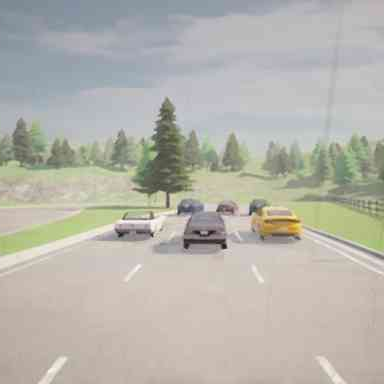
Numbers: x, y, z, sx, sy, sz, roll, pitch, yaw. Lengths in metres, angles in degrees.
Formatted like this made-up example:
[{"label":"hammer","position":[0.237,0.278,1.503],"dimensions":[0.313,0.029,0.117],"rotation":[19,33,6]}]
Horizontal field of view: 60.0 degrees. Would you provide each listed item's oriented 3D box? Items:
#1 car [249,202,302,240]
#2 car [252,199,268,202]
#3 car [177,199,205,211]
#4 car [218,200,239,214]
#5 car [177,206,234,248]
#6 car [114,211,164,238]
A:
[{"label":"car","position":[4.282,1.534,17.428],"dimensions":[1.882,1.535,5.008],"rotation":[0,0,4]},{"label":"car","position":[7.200,1.465,34.864],"dimensions":[2.097,1.767,4.553],"rotation":[0,0,16]},{"label":"car","position":[-0.026,1.465,34.906],"dimensions":[2.097,1.767,4.553],"rotation":[0,0,14]},{"label":"car","position":[3.912,1.643,36.171],"dimensions":[1.812,1.442,4.674],"rotation":[0,0,16]},{"label":"car","position":[0.619,1.597,15.111],"dimensions":[2.033,1.411,5.357],"rotation":[0,0,3]},{"label":"car","position":[-2.686,1.660,18.193],"dimensions":[1.895,1.301,4.718],"rotation":[0,0,4]}]
